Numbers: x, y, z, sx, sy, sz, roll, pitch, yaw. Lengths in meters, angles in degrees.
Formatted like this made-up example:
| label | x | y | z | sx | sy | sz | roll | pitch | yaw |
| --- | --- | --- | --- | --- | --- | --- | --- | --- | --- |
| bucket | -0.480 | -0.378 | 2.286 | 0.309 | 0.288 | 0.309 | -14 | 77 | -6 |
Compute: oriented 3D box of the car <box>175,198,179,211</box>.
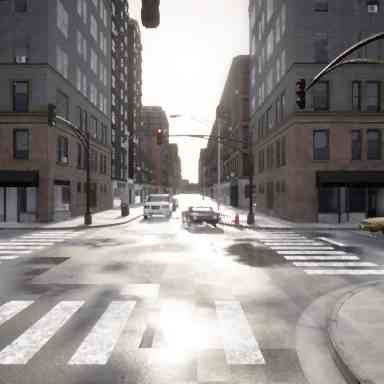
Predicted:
| label | x | y | z | sx | sy | sz | roll | pitch | yaw |
| --- | --- | --- | --- | --- | --- | --- | --- | --- | --- |
| car | -2.914 | 1.342 | 39.479 | 2.097 | 1.767 | 4.553 | 0 | 0 | 0 |

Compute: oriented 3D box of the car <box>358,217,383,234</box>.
| label | x | y | z | sx | sy | sz | roll | pitch | yaw |
| --- | --- | --- | --- | --- | --- | --- | --- | --- | --- |
| car | 11.601 | 1.554 | 17.923 | 4.829 | 1.417 | 1.752 | 0 | 0 | 0 |

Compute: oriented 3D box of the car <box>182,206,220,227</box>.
| label | x | y | z | sx | sy | sz | roll | pitch | yaw |
| --- | --- | --- | --- | --- | --- | --- | --- | --- | --- |
| car | 0.467 | 1.597 | 22.570 | 1.895 | 1.301 | 4.718 | 0 | 0 | -8 |

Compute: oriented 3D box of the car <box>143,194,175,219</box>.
| label | x | y | z | sx | sy | sz | roll | pitch | yaw |
| --- | --- | --- | --- | --- | --- | --- | --- | --- | --- |
| car | -2.901 | 1.216 | 29.215 | 2.150 | 2.045 | 5.566 | 0 | 0 | 0 |

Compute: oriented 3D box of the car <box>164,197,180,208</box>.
| label | x | y | z | sx | sy | sz | roll | pitch | yaw |
| --- | --- | --- | --- | --- | --- | --- | --- | --- | --- |
| car | -2.932 | 1.530 | 49.761 | 2.033 | 1.411 | 5.357 | 0 | 0 | 0 |
